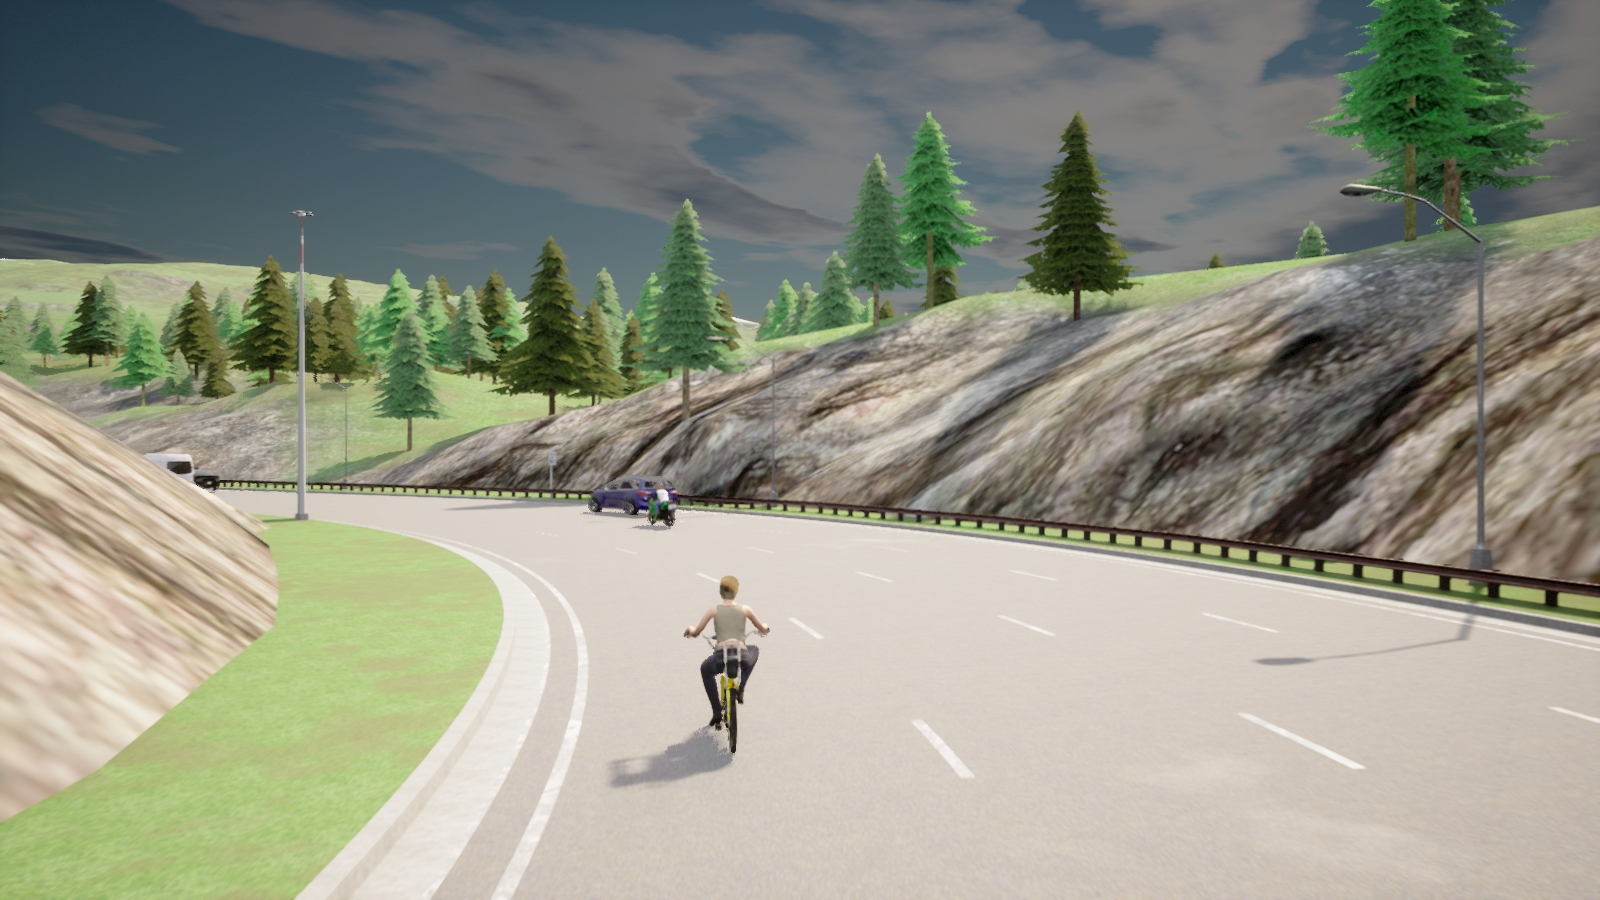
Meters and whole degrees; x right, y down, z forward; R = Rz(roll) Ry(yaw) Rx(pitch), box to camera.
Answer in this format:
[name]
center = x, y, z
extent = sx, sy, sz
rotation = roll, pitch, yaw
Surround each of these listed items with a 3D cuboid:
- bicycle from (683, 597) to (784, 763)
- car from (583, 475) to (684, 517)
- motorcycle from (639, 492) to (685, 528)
[bicycle]
center = -0.671, 2.157, 11.005
extent = 0.859, 1.276, 1.487
rotation = -1, 0, -7
[car]
center = -7.360, 1.966, 50.311
extent = 2.242, 1.667, 4.611
rotation = 0, 0, -41
[motorcycle]
center = -5.058, 2.185, 41.794
extent = 0.803, 1.199, 2.033
rotation = -2, 1, -34
